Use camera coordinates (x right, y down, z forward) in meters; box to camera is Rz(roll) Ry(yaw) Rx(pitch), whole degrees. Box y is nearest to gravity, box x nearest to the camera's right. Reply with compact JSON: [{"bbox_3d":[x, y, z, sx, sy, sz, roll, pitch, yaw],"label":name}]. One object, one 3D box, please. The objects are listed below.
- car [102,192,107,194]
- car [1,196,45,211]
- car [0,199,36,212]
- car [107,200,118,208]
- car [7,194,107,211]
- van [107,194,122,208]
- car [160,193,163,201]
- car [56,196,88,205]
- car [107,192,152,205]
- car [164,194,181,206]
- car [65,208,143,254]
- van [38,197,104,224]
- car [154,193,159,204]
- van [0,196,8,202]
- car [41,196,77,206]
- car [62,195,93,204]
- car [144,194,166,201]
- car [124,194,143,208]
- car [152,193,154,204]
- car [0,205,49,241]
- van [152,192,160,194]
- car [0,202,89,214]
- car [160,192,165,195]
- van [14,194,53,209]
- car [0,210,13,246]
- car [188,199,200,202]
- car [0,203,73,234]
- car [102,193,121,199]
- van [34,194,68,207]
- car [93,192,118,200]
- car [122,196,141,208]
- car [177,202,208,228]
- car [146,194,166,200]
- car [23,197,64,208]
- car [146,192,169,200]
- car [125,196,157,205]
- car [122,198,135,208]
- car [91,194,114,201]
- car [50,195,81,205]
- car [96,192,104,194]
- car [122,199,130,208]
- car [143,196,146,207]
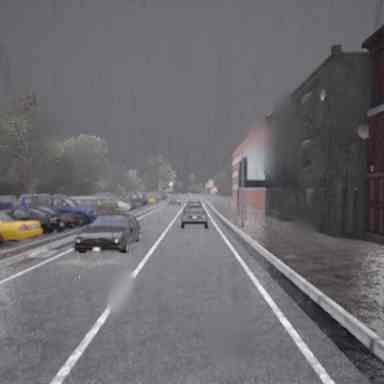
[{"bbox_3d":[-21.467,1.358,71.230,5.008,1.535,2.097,0,0,0],"label":"car"},{"bbox_3d":[-21.656,1.473,42.870,4.553,1.767,2.185,0,0,0],"label":"car"},{"bbox_3d":[-21.740,1.651,40.175,4.792,1.488,2.163,0,1,0],"label":"car"},{"bbox_3d":[-9.224,1.682,28.809,4.674,1.452,2.002,0,-1,0],"label":"car"},{"bbox_3d":[-9.236,1.339,23.161,5.566,2.045,2.435,0,-1,0],"label":"car"},{"bbox_3d":[-9.318,1.438,31.518,4.442,1.987,1.878,0,0,0],"label":"van"},{"bbox_3d":[-8.895,1.412,68.389,4.792,1.488,2.163,0,0,0],"label":"car"},{"bbox_3d":[-21.552,1.455,59.812,5.008,1.535,2.097,0,1,0],"label":"car"},{"bbox_3d":[-9.101,1.299,48.608,5.566,2.045,2.435,0,0,0],"label":"car"},{"bbox_3d":[-2.958,1.387,55.880,2.097,1.767,4.553,0,0,1],"label":"car"},{"bbox_3d":[-3.319,1.633,14.252,2.033,1.411,5.357,0,0,0],"label":"car"},{"bbox_3d":[-9.360,1.391,25.987,4.442,1.987,1.878,0,-1,0],"label":"van"},{"bbox_3d":[-8.824,1.476,57.085,5.366,1.575,1.946,0,0,0],"label":"car"},{"bbox_3d":[-21.612,1.420,37.345,4.442,1.987,1.878,0,0,0],"label":"van"},{"bbox_3d":[-21.605,1.503,54.165,5.008,1.535,2.097,0,0,0],"label":"car"},{"bbox_3d":[-21.541,1.431,62.635,5.008,1.535,2.097,0,0,0],"label":"car"},{"bbox_3d":[-8.834,1.284,79.691,5.008,1.535,2.097,0,1,0],"label":"car"},{"bbox_3d":[-9.147,1.473,42.958,4.553,1.767,2.185,0,0,0],"label":"car"},{"bbox_3d":[-9.062,1.377,54.261,4.553,1.767,2.185,0,0,0],"label":"car"},{"bbox_3d":[-9.513,1.510,14.684,5.366,1.575,1.946,0,-1,0],"label":"car"},{"bbox_3d":[-9.063,1.181,65.562,4.442,1.987,1.878,0,0,0],"label":"van"},{"bbox_3d":[-9.291,1.565,20.333,5.008,1.535,2.097,0,-1,0],"label":"car"},{"bbox_3d":[-8.880,1.374,74.041,4.674,1.452,2.002,0,1,0],"label":"car"},{"bbox_3d":[-21.782,1.348,45.817,4.442,1.987,1.878,0,1,0],"label":"van"},{"bbox_3d":[-9.352,1.528,11.856,4.674,1.452,2.002,0,-1,0],"label":"car"},{"bbox_3d":[0.302,1.619,41.698,2.128,1.511,4.902,0,0,1],"label":"car"},{"bbox_3d":[-9.302,1.539,17.509,5.008,1.535,2.097,0,-1,0],"label":"car"},{"bbox_3d":[-21.287,1.066,88.178,4.553,1.767,2.185,0,0,0],"label":"car"},{"bbox_3d":[-21.736,1.300,51.467,4.442,1.987,1.878,0,0,0],"label":"van"},{"bbox_3d":[-21.365,1.006,82.398,5.566,2.045,2.435,0,1,0],"label":"car"},{"bbox_3d":[-9.131,1.622,40.134,5.008,1.535,2.097,0,0,0],"label":"car"},{"bbox_3d":[0.170,1.680,23.497,2.033,1.411,5.357,0,0,0],"label":"car"},{"bbox_3d":[-8.816,1.296,82.518,4.674,1.452,2.002,0,1,0],"label":"car"},{"bbox_3d":[-21.649,1.551,48.643,4.892,1.521,2.231,0,0,0],"label":"car"},{"bbox_3d":[-8.769,0.977,85.340,5.566,2.045,2.435,0,1,0],"label":"car"},{"bbox_3d":[-9.174,1.451,59.914,5.366,1.575,1.946,0,0,0],"label":"car"},{"bbox_3d":[-9.155,1.687,37.309,4.674,1.452,2.002,0,0,0],"label":"car"},{"bbox_3d":[-21.419,1.284,79.701,4.892,1.521,2.231,0,1,0],"label":"car"},{"bbox_3d":[-21.609,1.353,56.988,4.553,1.767,2.185,0,0,0],"label":"car"},{"bbox_3d":[-21.489,1.382,68.407,5.008,1.535,2.097,0,1,0],"label":"car"},{"bbox_3d":[-9.182,1.706,34.474,4.674,1.452,2.002,0,0,0],"label":"car"},{"bbox_3d":[-9.097,1.615,45.785,4.674,1.452,2.002,0,0,0],"label":"car"}]
